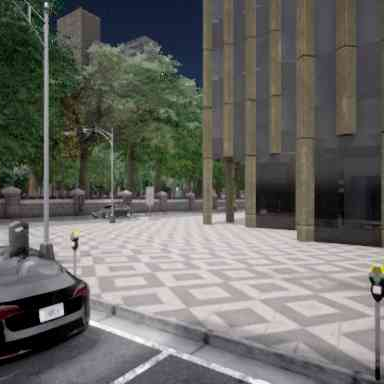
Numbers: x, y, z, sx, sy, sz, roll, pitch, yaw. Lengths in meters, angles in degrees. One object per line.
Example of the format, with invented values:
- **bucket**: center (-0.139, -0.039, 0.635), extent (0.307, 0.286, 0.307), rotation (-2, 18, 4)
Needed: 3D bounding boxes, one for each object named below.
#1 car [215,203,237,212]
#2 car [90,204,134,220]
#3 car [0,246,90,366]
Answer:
- **car**: center (5.536, 2.473, 53.409), extent (2.128, 1.511, 4.902), rotation (0, -1, 35)
- **car**: center (-8.117, 1.985, 34.071), extent (1.837, 1.490, 4.892), rotation (0, -1, 35)
- **car**: center (-3.471, 1.561, 5.422), extent (4.313, 1.339, 1.947), rotation (0, 0, 35)
